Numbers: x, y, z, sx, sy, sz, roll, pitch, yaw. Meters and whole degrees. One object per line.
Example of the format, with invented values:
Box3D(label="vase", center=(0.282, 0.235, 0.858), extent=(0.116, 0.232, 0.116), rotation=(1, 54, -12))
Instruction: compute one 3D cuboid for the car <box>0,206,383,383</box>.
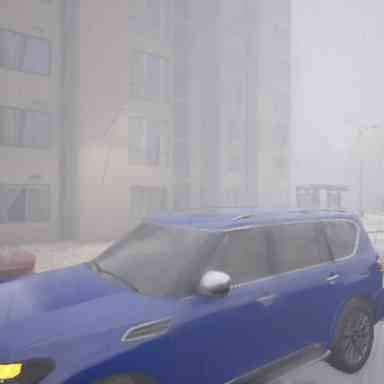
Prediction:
Box3D(label="car", center=(0.221, 1.236, 4.148), extent=(5.566, 2.045, 2.150), rotation=(1, 0, -35))

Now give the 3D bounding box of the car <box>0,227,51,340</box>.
Box3D(label="car", center=(-4.914, 1.470, 4.785), extent=(5.008, 1.535, 1.882), rotation=(1, 0, -35))

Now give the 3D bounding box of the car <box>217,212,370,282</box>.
Box3D(label="car", center=(3.385, 1.538, 10.691), extent=(4.902, 1.511, 2.128), rotation=(0, 0, -35))
